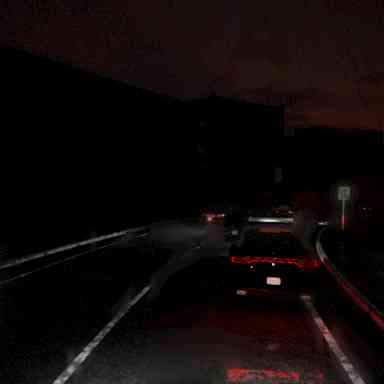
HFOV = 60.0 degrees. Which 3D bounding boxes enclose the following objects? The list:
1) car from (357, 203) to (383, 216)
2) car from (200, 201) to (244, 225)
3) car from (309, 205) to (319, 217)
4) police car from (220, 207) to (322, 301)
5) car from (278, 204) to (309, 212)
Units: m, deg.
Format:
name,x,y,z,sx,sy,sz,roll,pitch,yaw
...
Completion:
name,x,y,z,sx,sy,sz,roll,pitch,yaw
car,21.838,2.012,39.416,5.357,1.411,2.033,2,3,-33
car,2.197,1.394,22.352,2.128,1.511,4.902,2,1,28
car,7.371,1.587,22.626,1.837,1.490,4.892,3,1,30
police car,2.022,1.431,8.617,1.930,1.638,5.238,1,0,12
car,4.914,1.495,17.710,1.801,1.575,5.366,2,0,23
